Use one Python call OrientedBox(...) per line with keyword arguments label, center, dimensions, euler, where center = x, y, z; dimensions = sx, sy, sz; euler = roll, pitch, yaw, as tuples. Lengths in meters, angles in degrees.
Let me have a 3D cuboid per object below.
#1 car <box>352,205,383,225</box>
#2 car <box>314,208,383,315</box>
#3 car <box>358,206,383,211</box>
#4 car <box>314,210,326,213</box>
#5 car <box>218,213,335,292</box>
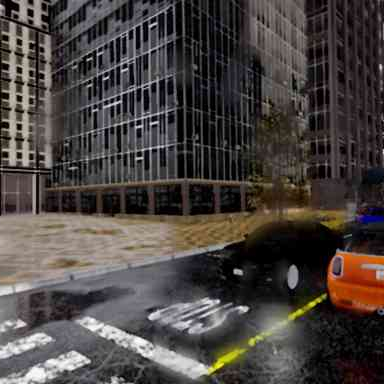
OrientedBox(label="car", center=(14.321, 1.755, 26.441), dimensions=(1.802, 1.307, 4.206), euler=(-1, -1, 42))
OrientedBox(label="car", center=(4.536, 1.367, 6.922), dimensions=(2.097, 1.767, 4.553), euler=(-2, -1, 42))
OrientedBox(label="car", center=(10.858, 1.579, 18.674), dimensions=(1.882, 1.535, 5.008), euler=(-2, -2, 42))
OrientedBox(label="car", center=(6.812, 1.696, 18.011), dimensions=(1.752, 1.417, 4.829), euler=(-1, -1, 42))
OrientedBox(label="car", center=(2.723, 1.576, 9.543), dimensions=(1.882, 1.535, 5.008), euler=(-2, -1, 42))
